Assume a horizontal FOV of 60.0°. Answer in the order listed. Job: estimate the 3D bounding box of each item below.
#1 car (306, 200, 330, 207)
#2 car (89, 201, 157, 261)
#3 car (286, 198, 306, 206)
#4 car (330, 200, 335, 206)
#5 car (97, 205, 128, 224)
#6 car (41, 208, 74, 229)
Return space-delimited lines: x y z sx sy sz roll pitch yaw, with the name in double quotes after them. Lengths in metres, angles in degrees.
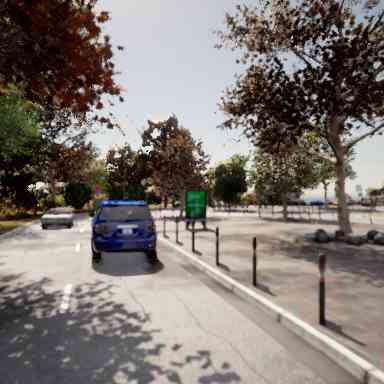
28.900 2.624 76.200 5.008 1.535 1.882 1 -2 -44 "car"
-2.800 1.345 13.052 2.150 2.045 5.566 0 0 -17 "car"
27.863 2.759 90.137 5.566 2.045 2.435 0 -2 20 "car"
35.866 2.922 87.800 1.882 1.535 5.008 0 -2 20 "car"
-6.669 1.886 28.420 1.994 1.385 4.181 0 -1 -5 "car"
-9.555 1.851 23.892 1.895 1.301 4.718 0 -1 -16 "car"
